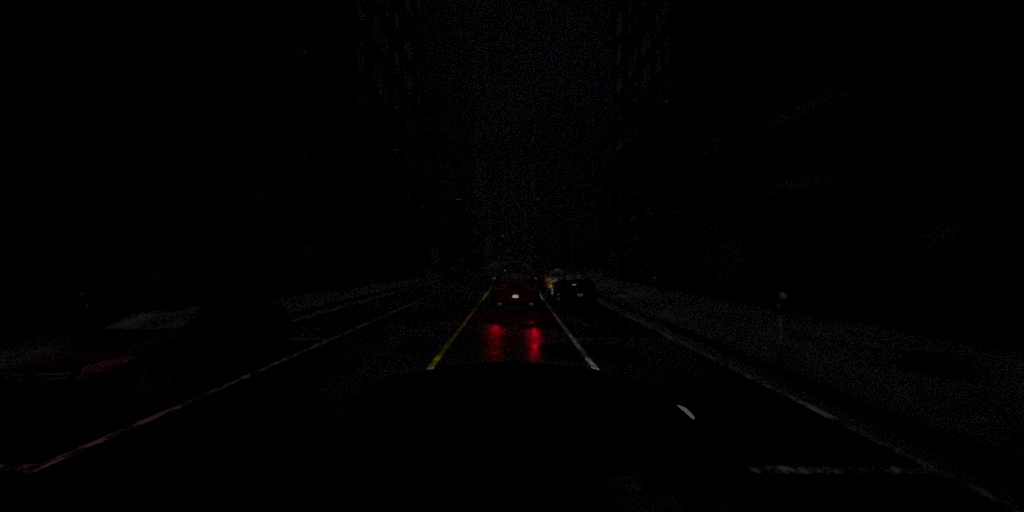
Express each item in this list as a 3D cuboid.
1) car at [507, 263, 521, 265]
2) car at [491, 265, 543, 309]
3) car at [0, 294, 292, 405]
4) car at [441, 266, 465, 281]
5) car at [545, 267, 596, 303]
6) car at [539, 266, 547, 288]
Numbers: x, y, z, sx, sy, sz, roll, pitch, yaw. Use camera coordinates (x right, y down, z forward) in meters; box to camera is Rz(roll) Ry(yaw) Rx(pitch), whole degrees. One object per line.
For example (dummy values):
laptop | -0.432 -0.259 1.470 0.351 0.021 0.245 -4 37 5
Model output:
car | 0.187 1.393 33.224 2.097 1.767 4.553 0 0 0
car | 0.138 1.359 15.710 1.882 1.535 5.008 0 0 0
car | -5.660 1.374 6.277 1.802 1.307 4.207 0 0 0
car | -5.579 1.593 34.205 1.888 1.381 4.507 0 0 0
car | 2.914 1.448 17.424 2.007 1.370 4.403 0 0 0
car | 2.932 1.474 23.180 1.751 1.417 4.829 0 0 0
